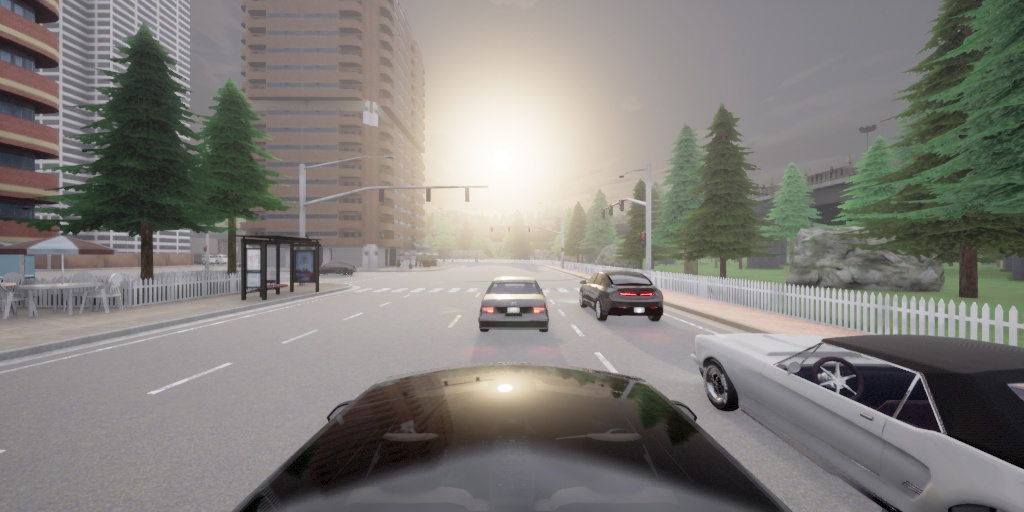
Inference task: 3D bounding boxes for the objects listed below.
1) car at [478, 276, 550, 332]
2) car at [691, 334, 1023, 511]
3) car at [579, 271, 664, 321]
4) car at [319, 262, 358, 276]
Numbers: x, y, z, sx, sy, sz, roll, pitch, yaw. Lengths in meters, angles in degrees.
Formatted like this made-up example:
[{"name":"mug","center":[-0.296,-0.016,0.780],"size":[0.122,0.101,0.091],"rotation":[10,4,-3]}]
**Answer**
[{"name":"car","center":[0.077,1.297,10.807],"size":[2.033,1.411,5.357],"rotation":[0,0,1]},{"name":"car","center":[3.514,1.351,3.133],"size":[1.895,1.301,4.718],"rotation":[0,0,1]},{"name":"car","center":[3.564,1.255,12.396],"size":[1.837,1.490,4.892],"rotation":[0,0,1]},{"name":"car","center":[-18.753,1.331,37.770],"size":[4.674,1.442,1.812],"rotation":[0,0,1]}]
